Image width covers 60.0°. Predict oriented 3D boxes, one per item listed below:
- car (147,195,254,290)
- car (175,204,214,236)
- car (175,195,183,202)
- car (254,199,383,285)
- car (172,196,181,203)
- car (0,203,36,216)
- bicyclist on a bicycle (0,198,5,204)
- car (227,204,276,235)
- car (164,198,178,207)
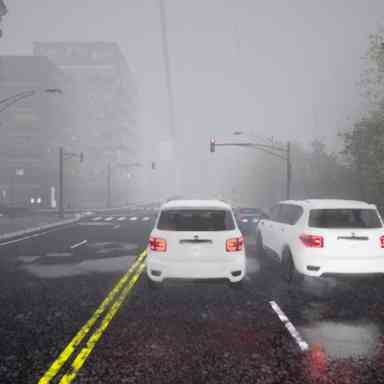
[{"bbox_3d":[0.108,1.220,9.213,2.150,2.045,5.566,0,0,1],"label":"car"},{"bbox_3d":[0.123,1.547,19.769,2.033,1.411,5.357,0,0,0],"label":"car"},{"bbox_3d":[-3.159,1.529,80.598,1.837,1.490,4.892,0,0,0],"label":"car"},{"bbox_3d":[3.363,1.219,9.616,2.150,2.045,5.566,0,0,0],"label":"car"},{"bbox_3d":[-3.177,1.545,68.948,1.812,1.442,4.674,0,0,0],"label":"car"},{"bbox_3d":[-19.033,1.838,34.869,4.718,1.301,1.895,-1,0,-3],"label":"car"},{"bbox_3d":[-24.828,1.582,43.517,0.582,1.620,1.656,-1,0,-1],"label":"bicyclist on a bicycle"},{"bbox_3d":[3.374,1.547,19.965,2.033,1.411,5.357,0,0,0],"label":"car"},{"bbox_3d":[-3.280,1.609,52.779,1.895,1.301,4.718,0,0,0],"label":"car"}]
